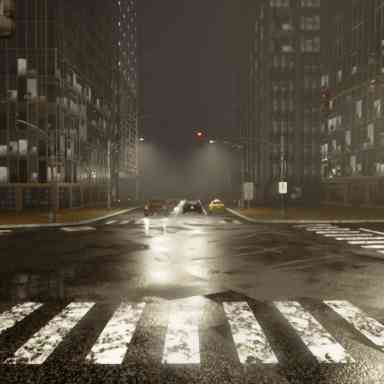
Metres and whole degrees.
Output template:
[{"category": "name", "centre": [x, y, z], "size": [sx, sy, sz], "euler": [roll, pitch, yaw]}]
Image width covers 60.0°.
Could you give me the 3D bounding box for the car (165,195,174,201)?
[{"category": "car", "centre": [-5.816, 1.486, 86.473], "size": [1.947, 1.339, 4.313], "euler": [-1, 0, 0]}]

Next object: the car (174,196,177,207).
[{"category": "car", "centre": [-3.161, 1.455, 40.468], "size": [1.882, 1.535, 5.008], "euler": [0, 0, 0]}]

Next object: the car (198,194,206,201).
[{"category": "car", "centre": [2.529, 1.360, 86.427], "size": [1.967, 1.590, 4.097], "euler": [-1, 0, 0]}]

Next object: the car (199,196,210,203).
[{"category": "car", "centre": [2.560, 1.510, 69.404], "size": [1.947, 1.339, 4.313], "euler": [-1, 0, 0]}]

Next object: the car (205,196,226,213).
[{"category": "car", "centre": [2.744, 1.506, 36.814], "size": [1.752, 1.417, 4.829], "euler": [-1, 0, 0]}]

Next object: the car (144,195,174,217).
[{"category": "car", "centre": [-3.166, 1.337, 31.170], "size": [2.097, 1.767, 4.553], "euler": [0, 0, 0]}]

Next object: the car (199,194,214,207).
[{"category": "car", "centre": [2.624, 1.281, 51.895], "size": [2.192, 1.841, 5.009], "euler": [-1, 0, 0]}]

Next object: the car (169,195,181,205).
[{"category": "car", "centre": [-3.126, 1.432, 60.954], "size": [1.882, 1.535, 5.008], "euler": [0, 0, 0]}]

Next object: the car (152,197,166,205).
[{"category": "car", "centre": [-5.769, 1.524, 58.105], "size": [1.947, 1.339, 4.313], "euler": [-1, 0, 0]}]

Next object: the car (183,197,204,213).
[{"category": "car", "centre": [0.022, 1.546, 36.014], "size": [1.994, 1.385, 4.181], "euler": [0, 0, 0]}]

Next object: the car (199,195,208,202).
[{"category": "car", "centre": [2.550, 1.487, 75.078], "size": [2.008, 1.369, 4.403], "euler": [-1, 0, 0]}]

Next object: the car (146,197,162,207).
[{"category": "car", "centre": [-5.929, 1.531, 52.430], "size": [1.947, 1.339, 4.313], "euler": [-1, 0, 0]}]

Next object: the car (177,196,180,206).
[{"category": "car", "centre": [-3.152, 1.568, 50.479], "size": [1.895, 1.301, 4.718], "euler": [0, 0, 0]}]

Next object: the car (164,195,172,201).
[{"category": "car", "centre": [-5.807, 1.510, 80.800], "size": [1.802, 1.307, 4.206], "euler": [-1, 0, 0]}]
